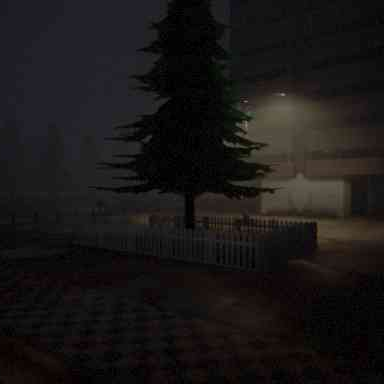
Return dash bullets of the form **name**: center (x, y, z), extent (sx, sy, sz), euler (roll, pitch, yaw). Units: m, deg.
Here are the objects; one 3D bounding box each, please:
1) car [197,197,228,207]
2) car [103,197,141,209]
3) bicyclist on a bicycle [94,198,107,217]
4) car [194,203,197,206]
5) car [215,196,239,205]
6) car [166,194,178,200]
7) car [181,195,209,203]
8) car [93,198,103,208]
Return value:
- **car**: center (3.500, 1.483, 49.462), extent (2.033, 1.411, 5.357), euler (0, 0, 36)
- **car**: center (-8.926, 1.409, 44.359), extent (2.128, 1.511, 4.902), euler (0, 0, 36)
- **bicyclist on a bicycle**: center (-7.564, 1.248, 27.391), extent (1.656, 1.620, 0.582), euler (0, 0, 36)
- **car**: center (0.993, 1.491, 51.955), extent (1.994, 1.385, 4.181), euler (0, 0, 35)
- **car**: center (6.320, 1.474, 59.506), extent (2.033, 1.411, 5.357), euler (0, 0, 36)
- **car**: center (-2.298, 0.789, 59.485), extent (2.150, 2.045, 5.566), euler (0, 0, 36)
- **car**: center (0.566, 1.176, 57.474), extent (2.033, 1.411, 5.357), euler (0, 0, 36)
- **car**: center (-11.644, 1.261, 46.573), extent (2.097, 1.767, 4.553), euler (0, 0, 36)
